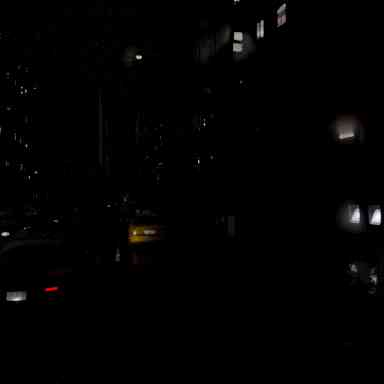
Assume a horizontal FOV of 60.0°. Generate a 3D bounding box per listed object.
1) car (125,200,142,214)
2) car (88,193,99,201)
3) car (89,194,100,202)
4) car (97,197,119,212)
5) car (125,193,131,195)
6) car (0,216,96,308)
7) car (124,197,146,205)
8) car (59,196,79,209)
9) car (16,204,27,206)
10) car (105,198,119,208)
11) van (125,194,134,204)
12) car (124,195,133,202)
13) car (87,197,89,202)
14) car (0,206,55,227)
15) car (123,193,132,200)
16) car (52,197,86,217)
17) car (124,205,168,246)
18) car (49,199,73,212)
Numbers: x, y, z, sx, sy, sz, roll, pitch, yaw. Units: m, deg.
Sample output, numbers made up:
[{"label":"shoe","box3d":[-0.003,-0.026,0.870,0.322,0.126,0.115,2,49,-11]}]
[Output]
[{"label":"car","box3d":[-6.521,1.596,36.752,1.802,1.307,4.206,1,0,-12]},{"label":"car","box3d":[-24.740,1.325,83.864,2.192,1.841,5.009,1,0,-12]},{"label":"car","box3d":[-23.631,1.563,78.436,2.008,1.369,4.403,1,0,-12]},{"label":"car","box3d":[-9.830,1.579,39.735,1.994,1.385,4.181,0,0,-11]},{"label":"car","box3d":[-10.974,1.453,58.463,1.967,1.590,4.097,1,0,-12]},{"label":"car","box3d":[-3.314,1.530,7.678,1.812,1.442,4.674,0,0,-12]},{"label":"car","box3d":[-4.291,1.452,25.897,1.967,1.590,4.097,1,0,-12]},{"label":"car","box3d":[-16.946,1.457,45.872,1.967,1.590,4.097,1,0,-12]},{"label":"car","box3d":[-12.458,1.540,23.995,1.752,1.417,4.829,1,0,-12]},{"label":"car","box3d":[-11.880,1.616,49.521,1.895,1.301,4.718,0,0,-11]},{"label":"van","box3d":[-12.086,1.353,63.890,1.690,1.788,3.998,1,0,-12]},{"label":"car","box3d":[-14.316,1.450,74.746,1.967,1.590,4.097,1,0,-12]},{"label":"car","box3d":[-19.175,1.561,56.727,1.887,1.381,4.507,1,0,-12]},{"label":"car","box3d":[-8.129,1.574,15.741,1.994,1.385,4.181,0,0,-11]},{"label":"car","box3d":[-17.655,1.319,91.028,2.192,1.841,5.009,1,0,-12]},{"label":"car","box3d":[-11.090,1.493,30.233,1.882,1.535,5.008,0,0,-11]},{"label":"car","box3d":[-2.100,1.533,15.208,1.752,1.417,4.829,1,0,-12]},{"label":"car","box3d":[-15.833,1.562,40.444,1.887,1.381,4.507,1,0,-12]}]
